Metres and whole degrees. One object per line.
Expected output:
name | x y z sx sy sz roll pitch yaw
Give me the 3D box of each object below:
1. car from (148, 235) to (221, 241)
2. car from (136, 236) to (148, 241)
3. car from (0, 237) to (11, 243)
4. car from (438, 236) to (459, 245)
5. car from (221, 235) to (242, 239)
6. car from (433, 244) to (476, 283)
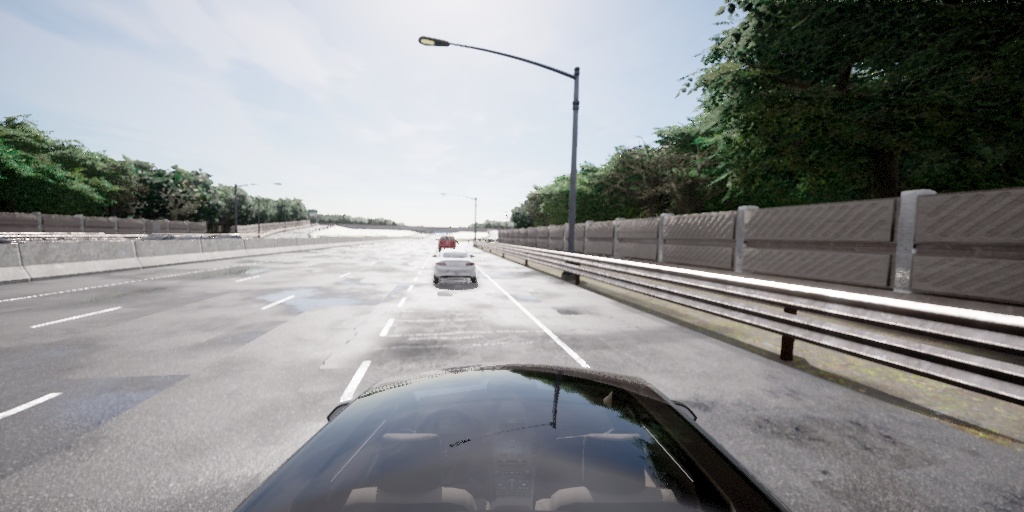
car | -26.606 -0.883 29.400 1.837 1.490 4.892 1 4 -11
car | -30.445 -1.052 30.842 1.837 1.490 4.892 1 4 -11
car | -36.132 -0.794 23.313 1.837 1.490 4.892 1 3 -11
car | -8.373 -1.594 46.228 2.150 2.045 5.566 1 3 -11
car | -36.998 -2.031 46.517 1.837 1.490 4.892 1 3 -10
car | -2.760 0.378 17.114 1.812 1.442 4.674 1 3 -11
